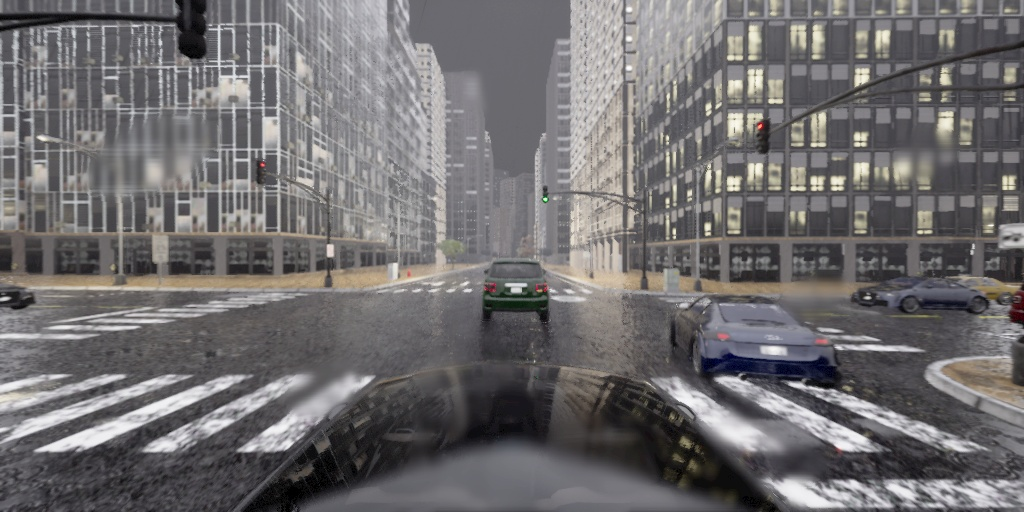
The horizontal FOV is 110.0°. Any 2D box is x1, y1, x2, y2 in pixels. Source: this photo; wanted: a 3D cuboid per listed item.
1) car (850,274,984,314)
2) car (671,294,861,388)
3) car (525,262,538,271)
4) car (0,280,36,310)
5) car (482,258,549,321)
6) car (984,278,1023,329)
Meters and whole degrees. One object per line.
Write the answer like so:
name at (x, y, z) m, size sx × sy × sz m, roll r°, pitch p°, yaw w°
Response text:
car at (16.876, 1.579, 14.986) m, size 4.181 × 1.385 × 1.994 m, roll 1°, pitch 0°, yaw 1°
car at (4.524, 1.469, 7.320) m, size 1.994 × 1.385 × 4.181 m, roll 0°, pitch -2°, yaw 17°
car at (3.251, 1.798, 60.928) m, size 1.837 × 1.490 × 4.892 m, roll 0°, pitch -1°, yaw 0°
car at (-19.464, 1.277, 12.393) m, size 4.181 × 1.385 × 1.994 m, roll 1°, pitch 0°, yaw 1°
car at (0.117, 1.101, 13.408) m, size 2.150 × 2.045 × 5.566 m, roll 1°, pitch 0°, yaw 0°
car at (16.194, 1.359, 9.215) m, size 5.009 × 1.841 × 2.192 m, roll 0°, pitch 0°, yaw 1°
